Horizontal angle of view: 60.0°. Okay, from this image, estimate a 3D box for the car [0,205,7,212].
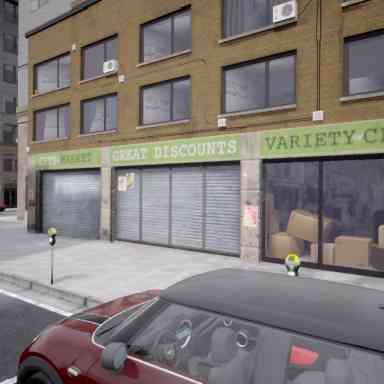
[{"bbox_3d":[-19.421,1.458,29.770,1.895,1.301,4.718,1,1,34],"label":"car"}]

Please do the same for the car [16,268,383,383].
[{"bbox_3d":[0.247,1.440,2.889,4.097,1.590,1.967,0,1,35],"label":"car"}]
